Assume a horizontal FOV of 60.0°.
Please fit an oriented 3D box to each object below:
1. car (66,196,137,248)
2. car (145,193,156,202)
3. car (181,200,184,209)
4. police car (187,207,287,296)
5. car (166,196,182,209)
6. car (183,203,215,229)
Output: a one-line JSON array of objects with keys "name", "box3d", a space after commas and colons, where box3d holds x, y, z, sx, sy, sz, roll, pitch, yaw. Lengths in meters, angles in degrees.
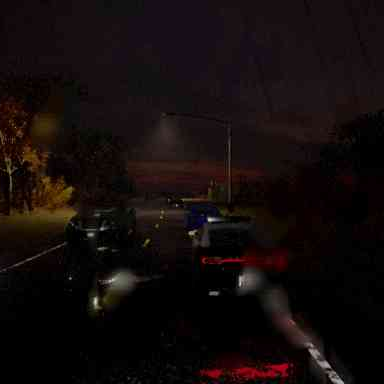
[{"name": "car", "box3d": [-3.823, 1.217, 15.032, 2.150, 2.045, 5.566, 0, 0, -2]}, {"name": "car", "box3d": [-9.462, 1.169, 75.229, 2.150, 2.045, 5.566, 0, 0, -8]}, {"name": "car", "box3d": [0.356, 1.514, 24.741, 1.812, 1.442, 4.674, 0, 0, -3]}, {"name": "police car", "box3d": [0.947, 1.424, 8.773, 1.930, 1.638, 5.238, 0, 0, -1]}, {"name": "car", "box3d": [-2.204, 1.483, 45.618, 1.837, 1.490, 4.892, 0, 0, -5]}, {"name": "car", "box3d": [0.640, 1.472, 18.714, 1.882, 1.535, 5.008, 0, 0, -2]}]
